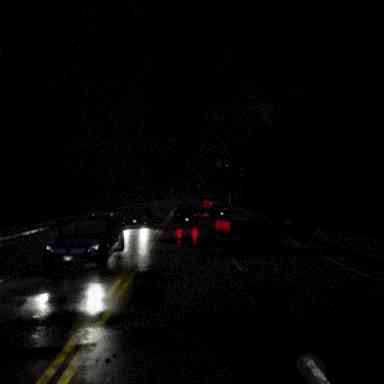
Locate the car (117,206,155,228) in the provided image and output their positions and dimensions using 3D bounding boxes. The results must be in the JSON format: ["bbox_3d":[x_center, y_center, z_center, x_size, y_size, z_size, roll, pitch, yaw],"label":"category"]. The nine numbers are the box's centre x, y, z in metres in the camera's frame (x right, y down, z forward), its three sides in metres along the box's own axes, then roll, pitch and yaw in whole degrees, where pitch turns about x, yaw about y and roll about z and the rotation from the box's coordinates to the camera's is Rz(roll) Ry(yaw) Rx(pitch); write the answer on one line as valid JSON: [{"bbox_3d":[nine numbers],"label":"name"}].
[{"bbox_3d":[-3.793,1.754,23.907,1.994,1.385,4.181,0,0,0],"label":"car"}]

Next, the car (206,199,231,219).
[{"bbox_3d":[2.661,1.717,32.259,1.837,1.490,4.892,0,-1,-1],"label":"car"}]

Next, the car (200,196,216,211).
[{"bbox_3d":[2.367,1.552,46.288,2.150,2.045,5.566,0,0,-1],"label":"car"}]

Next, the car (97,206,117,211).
[{"bbox_3d":[-7.055,1.888,28.264,1.895,1.301,4.718,0,0,-1],"label":"car"}]

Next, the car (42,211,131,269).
[{"bbox_3d":[-3.565,1.628,11.782,1.812,1.442,4.674,0,0,-1],"label":"car"}]

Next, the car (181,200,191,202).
[{"bbox_3d":[-0.861,1.857,47.948,2.128,1.511,4.902,0,0,-1],"label":"car"}]

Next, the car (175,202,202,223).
[{"bbox_3d":[-0.432,1.795,27.288,1.895,1.301,4.718,0,0,-1],"label":"car"}]
